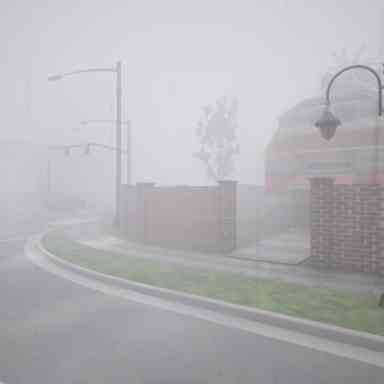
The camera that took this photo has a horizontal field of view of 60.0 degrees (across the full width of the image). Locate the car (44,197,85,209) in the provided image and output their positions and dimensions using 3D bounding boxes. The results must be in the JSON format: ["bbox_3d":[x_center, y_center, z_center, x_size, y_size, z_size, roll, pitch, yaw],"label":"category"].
[{"bbox_3d":[-16.330,1.369,42.725,1.812,1.442,4.674,0,0,37],"label":"car"}]

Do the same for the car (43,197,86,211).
[{"bbox_3d":[-14.830,1.370,38.900,1.837,1.490,4.892,0,1,37],"label":"car"}]
